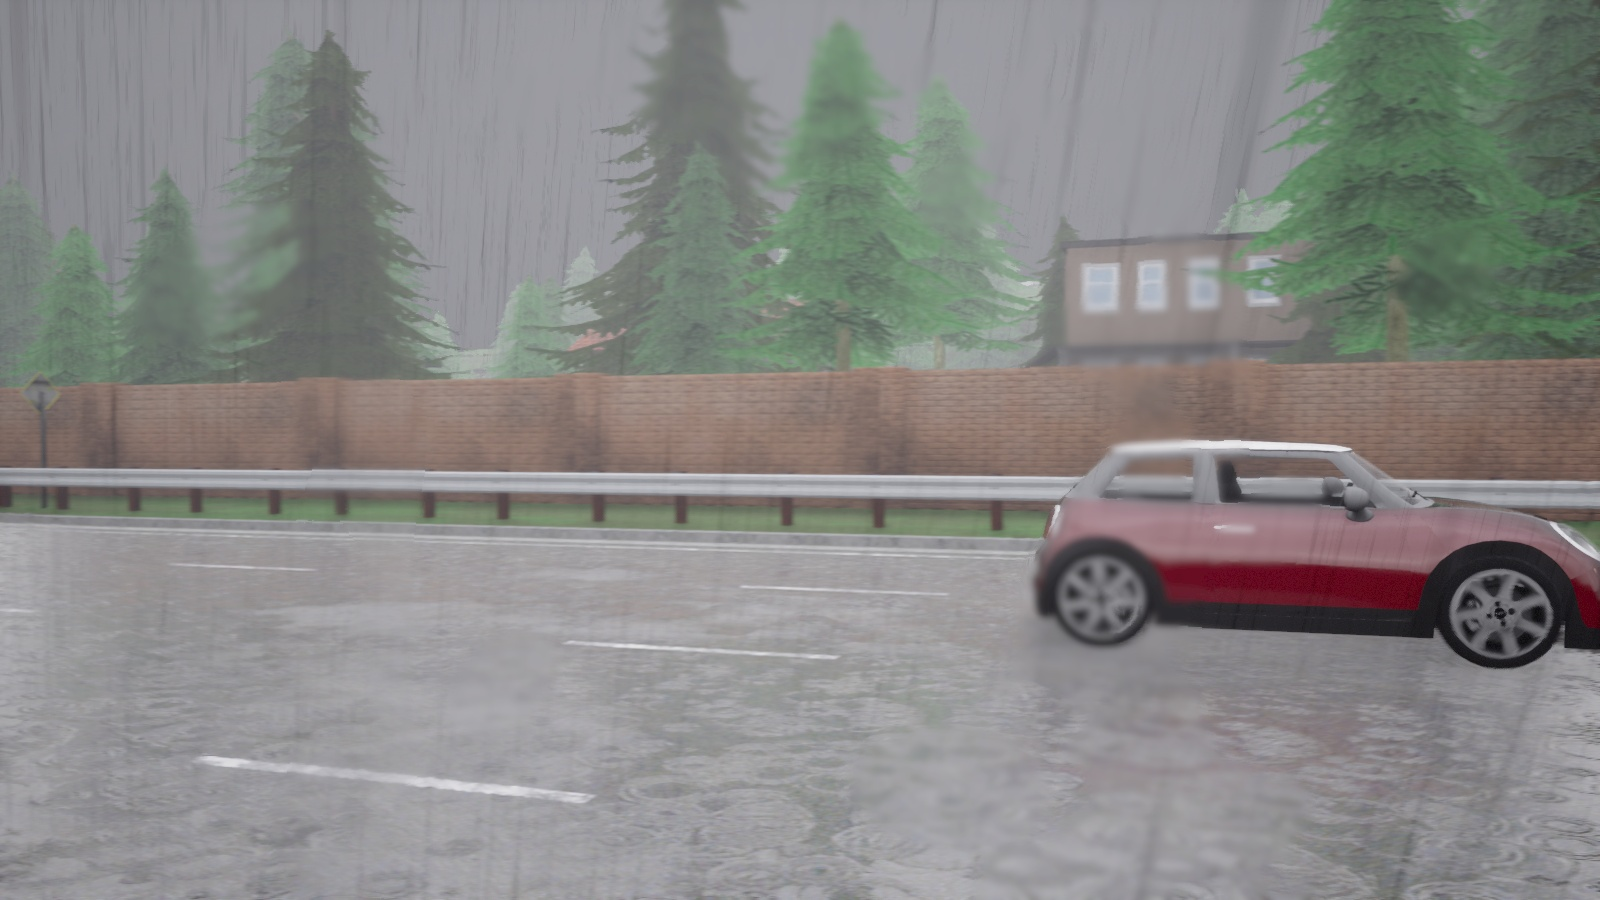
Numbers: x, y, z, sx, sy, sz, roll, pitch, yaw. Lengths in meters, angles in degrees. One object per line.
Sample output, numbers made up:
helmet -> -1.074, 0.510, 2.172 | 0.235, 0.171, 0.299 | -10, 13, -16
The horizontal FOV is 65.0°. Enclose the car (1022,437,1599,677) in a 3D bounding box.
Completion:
car -> 3.717, 0.657, 9.327 | 3.806, 1.475, 1.970 | 1, 1, 19
